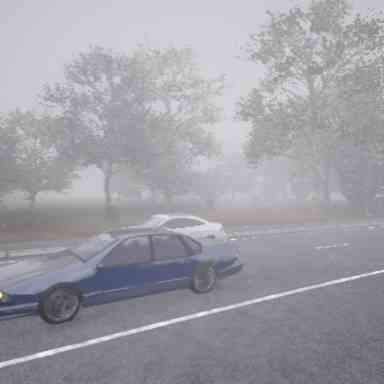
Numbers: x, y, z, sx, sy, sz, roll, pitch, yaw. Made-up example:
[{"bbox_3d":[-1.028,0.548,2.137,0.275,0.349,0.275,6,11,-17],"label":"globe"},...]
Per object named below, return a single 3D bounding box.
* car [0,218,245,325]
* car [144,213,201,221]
[{"bbox_3d":[-1.314,1.529,7.235,5.357,1.411,2.033,0,0,-34],"label":"car"},{"bbox_3d":[-0.915,1.500,11.639,4.674,1.442,1.812,0,0,-33],"label":"car"}]
